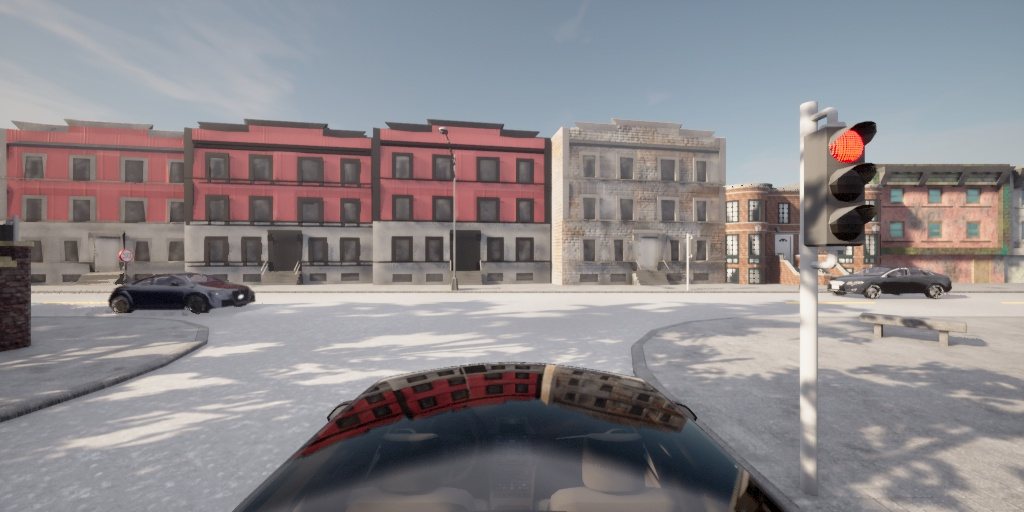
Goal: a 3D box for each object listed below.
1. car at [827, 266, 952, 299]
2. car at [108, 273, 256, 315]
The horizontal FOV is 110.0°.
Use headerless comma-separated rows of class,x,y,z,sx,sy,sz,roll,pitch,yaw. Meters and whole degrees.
car,18.123,1.242,17.366,4.902,1.511,2.128,0,0,0
car,-11.944,1.314,13.147,4.181,1.385,1.994,0,0,0
